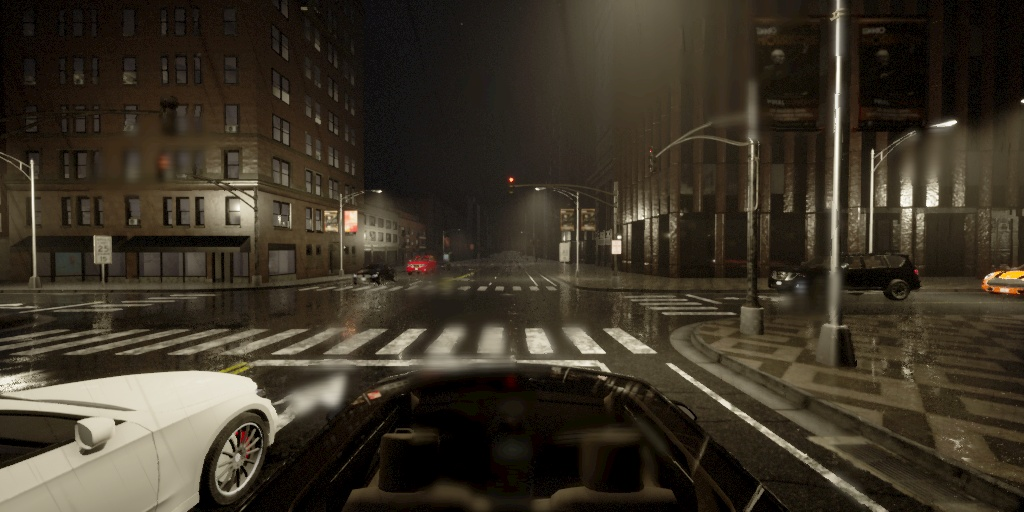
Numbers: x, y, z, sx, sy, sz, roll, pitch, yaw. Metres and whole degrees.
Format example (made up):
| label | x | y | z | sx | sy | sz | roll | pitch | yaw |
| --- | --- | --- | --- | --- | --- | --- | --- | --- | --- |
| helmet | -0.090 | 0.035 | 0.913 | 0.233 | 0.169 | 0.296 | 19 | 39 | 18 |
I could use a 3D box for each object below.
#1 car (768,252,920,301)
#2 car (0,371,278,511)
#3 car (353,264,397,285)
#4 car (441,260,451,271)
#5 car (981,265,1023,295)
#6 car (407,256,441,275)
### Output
| label | x | y | z | sx | sy | sz | roll | pitch | yaw |
| --- | --- | --- | --- | --- | --- | --- | --- | --- | --- |
| car | 14.873 | 0.867 | 16.234 | 5.566 | 2.045 | 2.150 | 0 | 1 | 1 |
| car | -3.159 | 1.276 | 1.416 | 1.812 | 1.442 | 4.674 | 0 | 0 | 2 |
| car | -9.768 | 1.277 | 25.930 | 1.812 | 1.442 | 4.674 | 0 | 0 | 0 |
| car | -9.675 | 1.300 | 49.722 | 2.033 | 1.411 | 5.357 | 0 | 0 | 0 |
| car | 24.542 | 0.960 | 16.241 | 4.553 | 1.767 | 2.097 | 0 | 1 | 0 |
| car | -9.716 | 0.976 | 39.239 | 2.150 | 2.045 | 5.566 | 0 | 0 | 0 |
